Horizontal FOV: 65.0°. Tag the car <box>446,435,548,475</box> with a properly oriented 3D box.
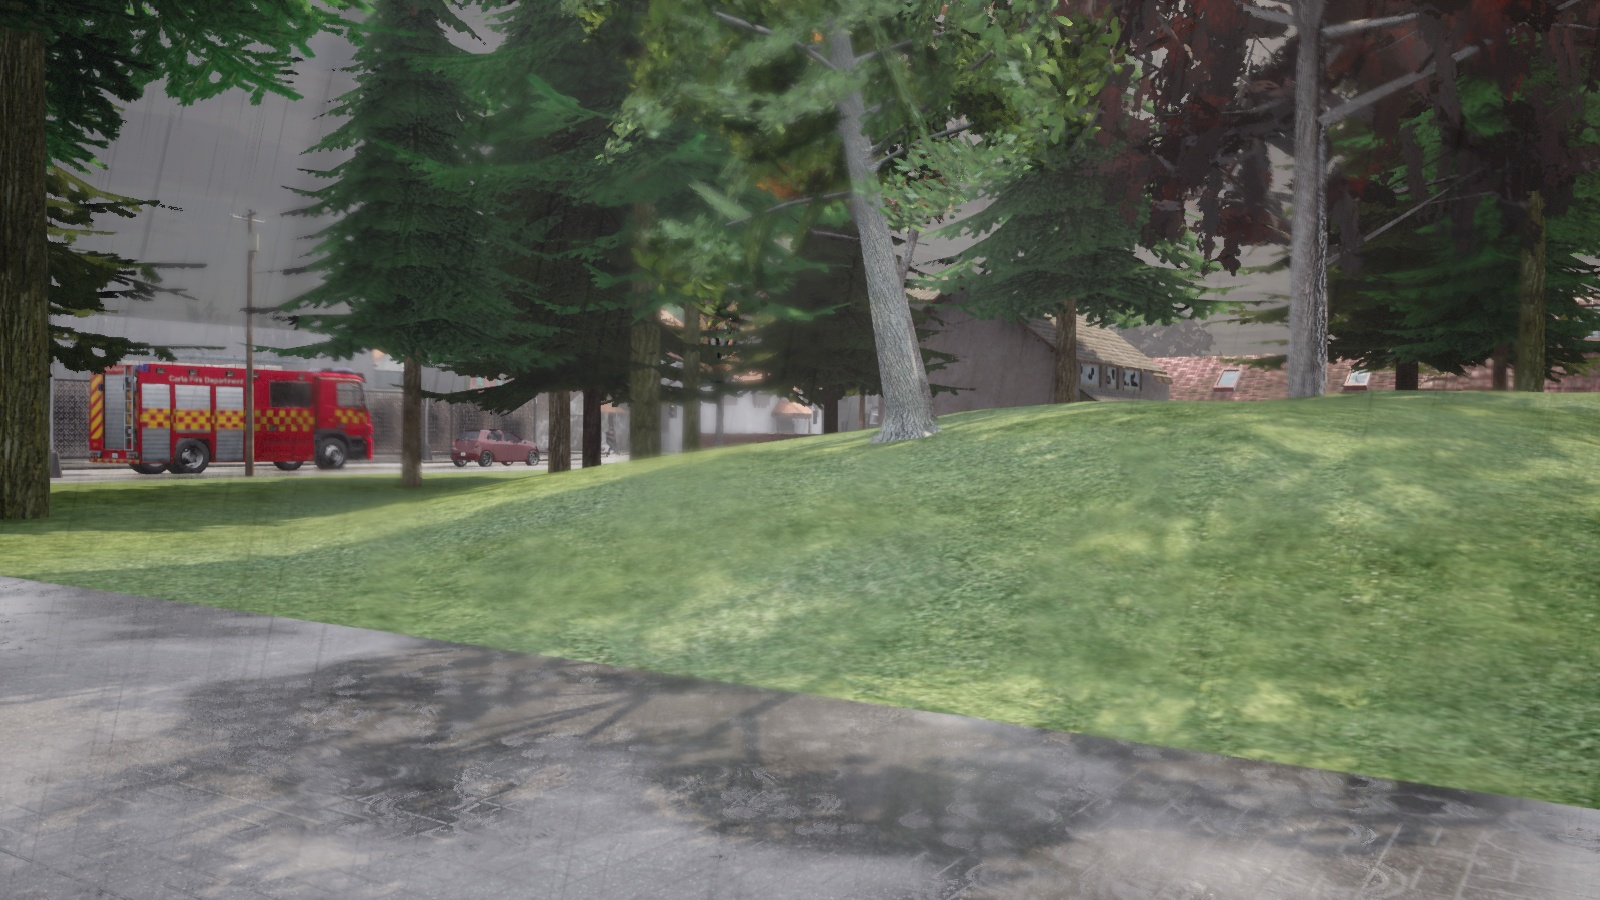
[{"bbox_3d":[-12.067,0.169,50.173,1.845,1.501,3.633,0,1,33],"label":"car"}]

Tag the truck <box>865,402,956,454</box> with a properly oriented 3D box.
[{"bbox_3d":[7.773,-1.513,87.329,2.891,3.462,7.936,0,1,33],"label":"truck"}]

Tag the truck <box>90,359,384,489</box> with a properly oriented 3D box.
[{"bbox_3d":[-18.100,-0.831,41.094,2.891,3.827,8.468,0,1,34],"label":"truck"}]
